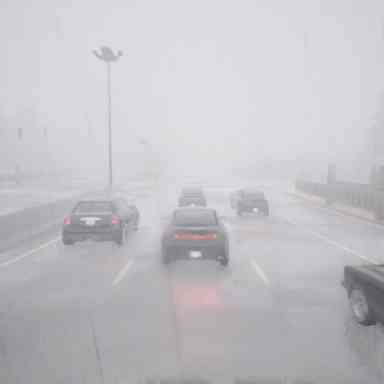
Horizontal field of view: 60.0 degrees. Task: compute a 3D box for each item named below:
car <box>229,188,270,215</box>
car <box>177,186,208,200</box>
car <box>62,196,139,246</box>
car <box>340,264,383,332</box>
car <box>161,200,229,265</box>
[{"bbox_3d":[3.535,0.506,20.863,1.837,1.490,4.892,0,6,0],"label":"car"},{"bbox_3d":[0.026,0.347,22.526,1.837,1.490,4.892,0,5,0],"label":"car"},{"bbox_3d":[-3.427,0.926,13.322,2.097,1.767,4.553,0,3,0],"label":"car"},{"bbox_3d":[3.599,1.552,3.872,1.895,1.301,4.718,0,1,0],"label":"car"},{"bbox_3d":[0.084,1.223,10.647,1.837,1.490,4.892,0,2,0],"label":"car"}]
